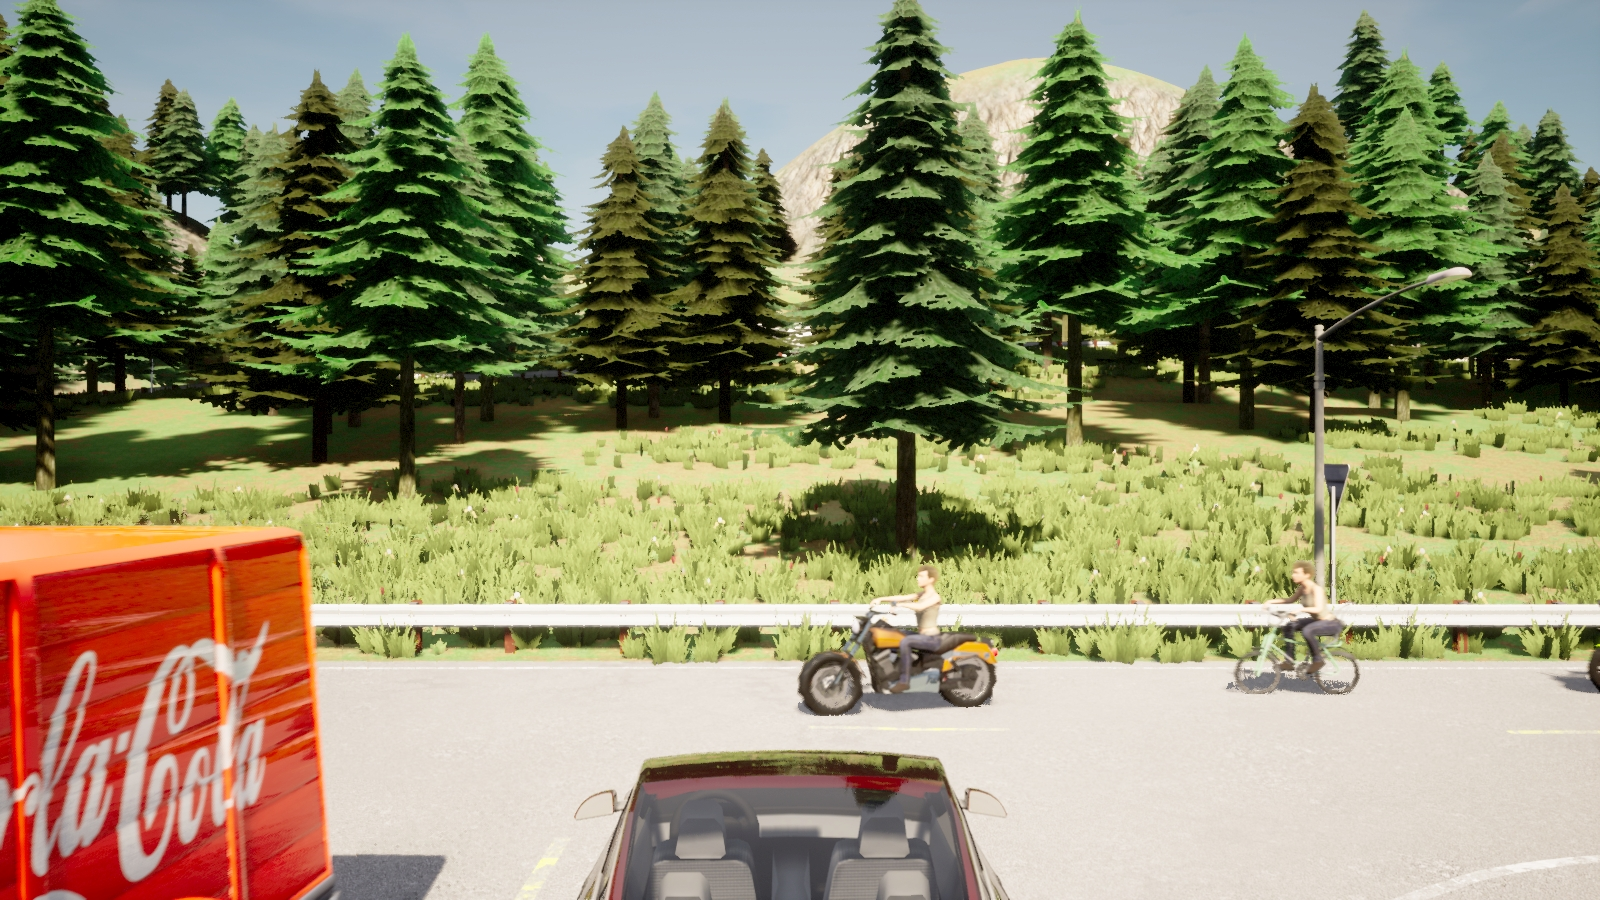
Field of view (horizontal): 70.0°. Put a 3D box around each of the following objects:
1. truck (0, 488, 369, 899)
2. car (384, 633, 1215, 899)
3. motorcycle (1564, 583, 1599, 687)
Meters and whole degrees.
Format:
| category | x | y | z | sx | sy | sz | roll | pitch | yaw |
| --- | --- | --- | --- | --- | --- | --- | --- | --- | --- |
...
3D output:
| category | x | y | z | sx | sy | sz | roll | pitch | yaw |
| --- | --- | --- | --- | --- | --- | --- | --- | --- | --- |
| truck | -3.511 | 1.425 | 3.030 | 2.627 | 2.467 | 5.204 | 0 | 0 | 2 |
| car | -0.034 | 1.936 | 5.153 | 2.163 | 1.488 | 4.792 | 0 | -1 | -1 |
| motorcycle | 10.410 | 2.213 | 13.644 | 2.033 | 1.145 | 0.803 | 0 | 0 | 0 |
